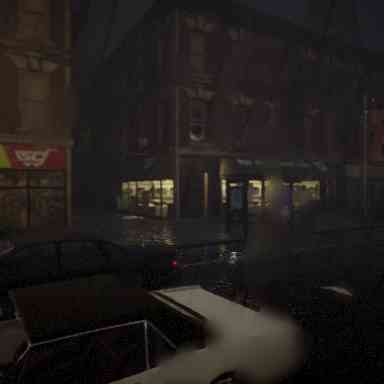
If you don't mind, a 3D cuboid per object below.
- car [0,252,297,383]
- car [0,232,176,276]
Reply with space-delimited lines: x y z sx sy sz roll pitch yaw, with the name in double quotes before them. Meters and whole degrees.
"car" -1.345 1.580 2.873 4.718 1.301 1.895 -1 1 -34
"car" -2.766 1.503 6.145 5.357 1.411 2.033 -1 1 -34
